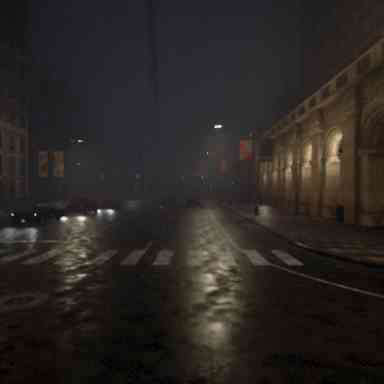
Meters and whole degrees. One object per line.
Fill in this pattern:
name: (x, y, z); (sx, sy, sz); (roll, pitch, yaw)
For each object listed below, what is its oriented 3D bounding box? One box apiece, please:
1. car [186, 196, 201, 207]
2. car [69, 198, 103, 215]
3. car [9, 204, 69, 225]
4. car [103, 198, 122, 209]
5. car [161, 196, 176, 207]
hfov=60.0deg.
car: (0.191, 1.269, 47.422); (2.128, 1.511, 4.902); (0, 0, 1)
car: (-10.525, 1.326, 32.169); (1.882, 1.535, 5.008); (0, 0, 1)
car: (-10.589, 1.492, 23.085); (1.895, 1.301, 4.718); (0, 0, 0)
car: (-10.367, 1.401, 42.451); (1.895, 1.301, 4.718); (0, 0, 1)
car: (-3.308, 1.269, 47.458); (2.128, 1.511, 4.902); (0, 0, 1)
